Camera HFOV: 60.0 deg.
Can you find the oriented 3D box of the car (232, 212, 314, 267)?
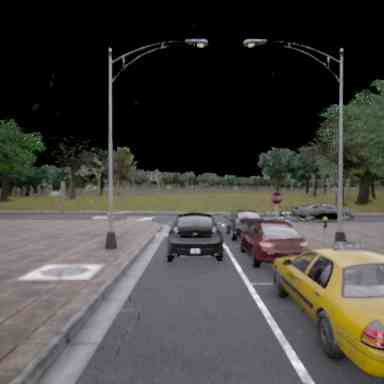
[{"bbox_3d":[2.624,1.587,11.164,1.802,1.307,4.206,-1,0,0],"label":"car"}]

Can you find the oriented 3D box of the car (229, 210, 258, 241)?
[{"bbox_3d":[2.624,1.558,16.696,2.008,1.369,4.403,-1,0,0],"label":"car"}]

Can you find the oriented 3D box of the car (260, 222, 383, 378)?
[{"bbox_3d":[2.622,1.528,5.801,1.752,1.417,4.829,-1,0,0],"label":"car"}]

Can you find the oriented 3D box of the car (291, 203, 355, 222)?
[{"bbox_3d":[10.578,1.655,26.921,4.902,1.511,2.128,0,1,-3],"label":"car"}]

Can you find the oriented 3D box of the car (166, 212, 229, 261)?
[{"bbox_3d":[0.101,1.510,12.304,1.837,1.490,4.892,0,0,0],"label":"car"}]
